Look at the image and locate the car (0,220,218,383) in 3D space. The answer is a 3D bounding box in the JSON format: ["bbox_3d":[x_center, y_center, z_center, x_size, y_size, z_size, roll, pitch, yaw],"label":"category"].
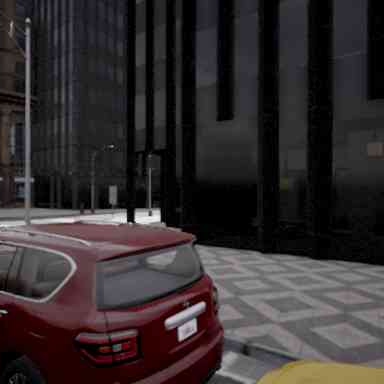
[{"bbox_3d":[-1.984,1.315,4.372,5.009,1.841,2.192,0,0,35],"label":"car"}]

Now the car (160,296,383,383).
[{"bbox_3d":[2.296,1.526,1.323,4.829,1.417,1.752,0,0,35],"label":"car"}]
